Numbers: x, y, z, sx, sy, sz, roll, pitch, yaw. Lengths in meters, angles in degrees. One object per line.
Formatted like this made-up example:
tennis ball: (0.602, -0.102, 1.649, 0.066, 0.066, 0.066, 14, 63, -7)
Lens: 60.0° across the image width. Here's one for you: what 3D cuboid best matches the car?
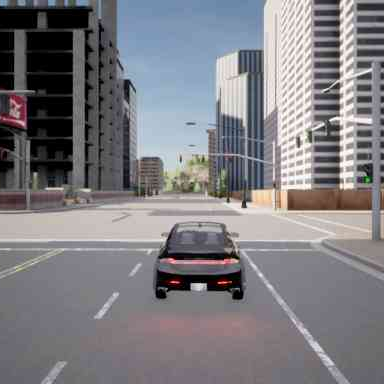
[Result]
car: (0.200, 1.491, 8.403, 2.128, 1.511, 4.902, 0, 0, 2)
